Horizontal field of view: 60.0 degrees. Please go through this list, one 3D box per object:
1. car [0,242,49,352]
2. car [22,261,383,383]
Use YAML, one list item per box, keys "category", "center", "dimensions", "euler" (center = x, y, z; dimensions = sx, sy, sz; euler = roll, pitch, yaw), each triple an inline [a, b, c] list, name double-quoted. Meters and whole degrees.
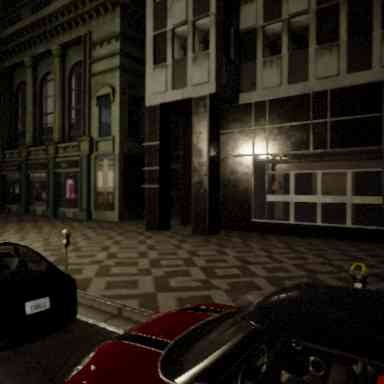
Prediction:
- category: "car"
  center: [-3.733, 1.531, 5.627]
  dimensions: [4.313, 1.339, 1.947]
  euler: [0, 0, 36]
- category: "car"
  center: [0.855, 1.437, 2.351]
  dimensions: [4.097, 1.590, 1.967]
  euler: [0, 0, 36]
